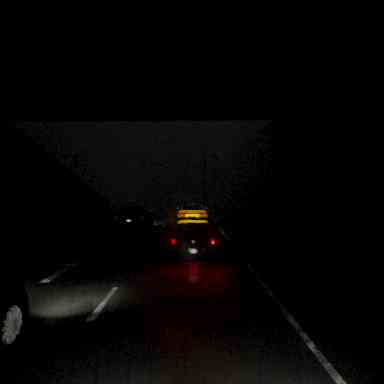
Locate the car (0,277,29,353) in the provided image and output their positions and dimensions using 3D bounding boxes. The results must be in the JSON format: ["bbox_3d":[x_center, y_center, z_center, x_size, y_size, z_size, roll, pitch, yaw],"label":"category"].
[{"bbox_3d":[-3.459,1.500,3.243,1.837,1.490,4.892,0,0,1],"label":"car"}]

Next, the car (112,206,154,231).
[{"bbox_3d":[-3.478,1.535,20.216,1.994,1.385,4.181,0,0,0],"label":"car"}]

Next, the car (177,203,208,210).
[{"bbox_3d":[0.016,1.445,22.053,1.882,1.535,5.008,0,0,0],"label":"car"}]

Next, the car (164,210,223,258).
[{"bbox_3d":[0.045,1.582,12.710,1.895,1.301,4.718,0,0,0],"label":"car"}]
